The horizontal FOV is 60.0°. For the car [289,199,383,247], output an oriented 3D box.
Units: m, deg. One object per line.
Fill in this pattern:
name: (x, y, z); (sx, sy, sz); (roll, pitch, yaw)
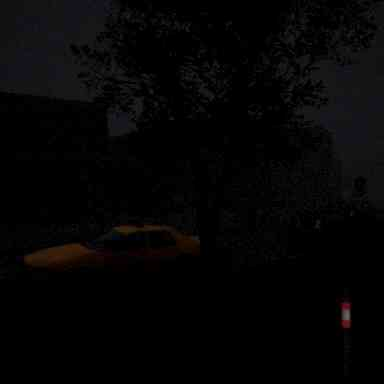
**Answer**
car: (7.013, 1.387, 16.216); (5.566, 2.045, 2.435); (1, 2, -42)

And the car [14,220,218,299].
car: (-1.746, 1.585, 9.013); (5.366, 1.575, 1.946); (1, 1, -36)
